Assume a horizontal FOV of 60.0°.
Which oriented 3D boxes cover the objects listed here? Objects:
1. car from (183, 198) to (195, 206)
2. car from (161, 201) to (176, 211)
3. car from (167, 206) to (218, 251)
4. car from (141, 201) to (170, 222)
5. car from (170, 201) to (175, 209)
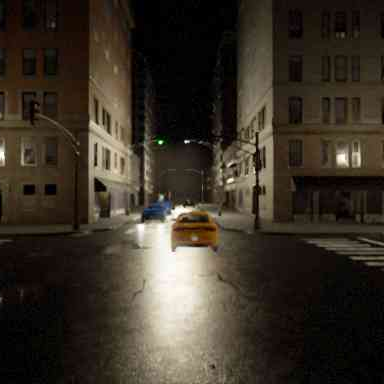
[{"bbox_3d":[-0.569,1.926,59.670,2.097,1.767,4.553,0,-1,-1],"label":"car"},{"bbox_3d":[-3.441,2.026,49.920,2.033,1.411,5.357,0,-1,-1],"label":"car"},{"bbox_3d":[0.084,1.623,14.938,1.882,1.535,5.008,0,-1,0],"label":"car"},{"bbox_3d":[-3.260,1.758,29.149,1.882,1.535,5.008,0,-1,-1],"label":"car"},{"bbox_3d":[-3.378,1.854,39.332,1.882,1.535,5.008,0,-1,0],"label":"car"}]
